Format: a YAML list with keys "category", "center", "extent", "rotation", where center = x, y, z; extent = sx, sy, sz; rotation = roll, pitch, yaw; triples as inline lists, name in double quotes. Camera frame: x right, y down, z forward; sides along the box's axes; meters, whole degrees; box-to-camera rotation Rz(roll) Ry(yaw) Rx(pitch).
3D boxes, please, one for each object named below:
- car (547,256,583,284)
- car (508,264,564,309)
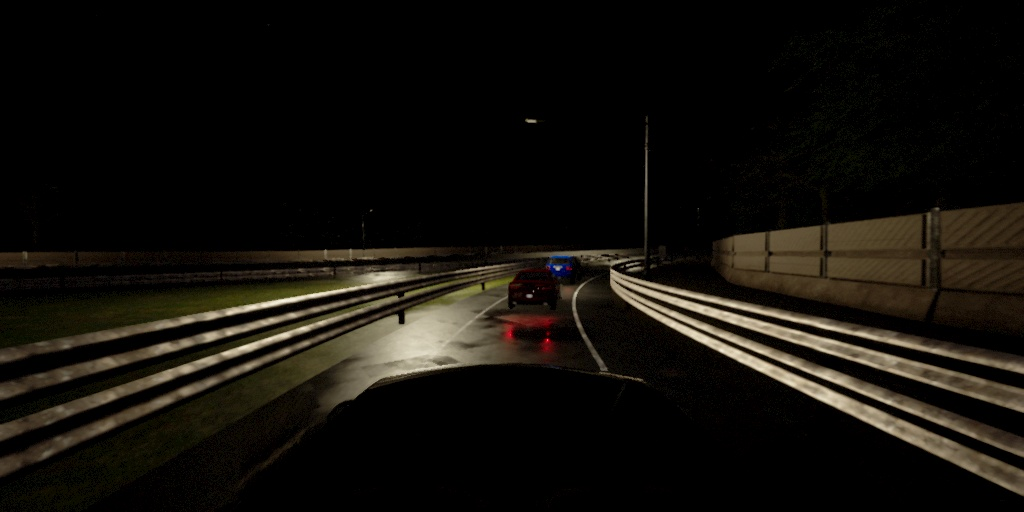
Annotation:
- category: "car"
  center: [4.163, 0.992, 28.256]
  extent: [2.150, 2.045, 5.566]
  rotation: [0, 1, 19]
- category: "car"
  center: [1.090, 1.314, 15.665]
  extent: [1.882, 1.535, 5.008]
  rotation: [0, 0, 10]
